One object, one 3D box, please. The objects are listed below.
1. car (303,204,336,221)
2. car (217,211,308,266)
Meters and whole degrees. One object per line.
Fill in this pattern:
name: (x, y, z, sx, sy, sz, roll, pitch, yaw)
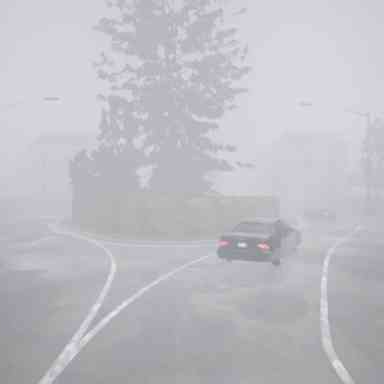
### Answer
car: (11.201, 1.779, 29.489, 1.994, 1.385, 4.181, 0, 0, 5)
car: (2.641, 1.637, 12.111, 2.033, 1.411, 5.357, 0, 0, 27)
